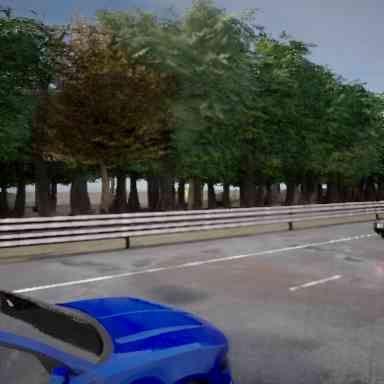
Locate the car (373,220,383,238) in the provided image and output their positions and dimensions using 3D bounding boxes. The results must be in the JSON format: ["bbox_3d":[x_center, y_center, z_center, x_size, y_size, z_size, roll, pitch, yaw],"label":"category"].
[{"bbox_3d":[10.564,1.520,15.589,4.718,1.301,1.895,-1,0,-36],"label":"car"}]

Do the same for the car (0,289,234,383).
[{"bbox_3d":[-1.903,1.478,2.389,5.008,1.535,1.882,0,0,-36],"label":"car"}]
